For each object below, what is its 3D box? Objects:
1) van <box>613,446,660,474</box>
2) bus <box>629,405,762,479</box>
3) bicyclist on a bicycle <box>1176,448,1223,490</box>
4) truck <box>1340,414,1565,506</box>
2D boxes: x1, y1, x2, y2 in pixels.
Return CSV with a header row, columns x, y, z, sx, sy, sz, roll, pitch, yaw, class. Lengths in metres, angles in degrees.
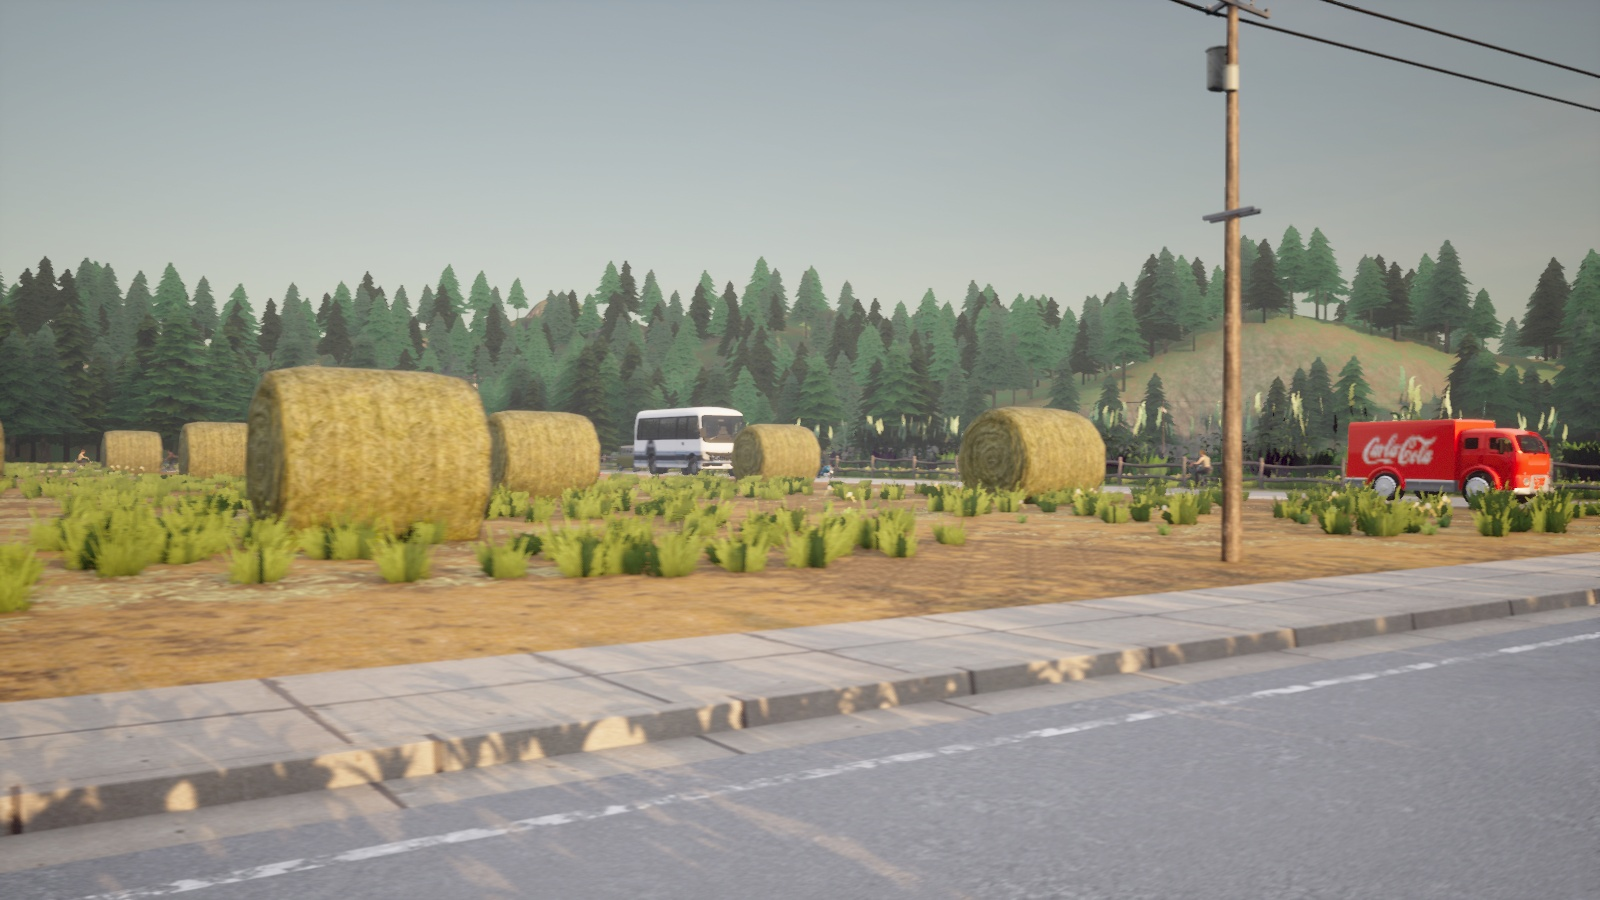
x,y,z,sx,sy,sz,roll,pitch,yaw,class
-12.189,0.718,93.432,1.775,1.987,4.442,0,0,-32,van
-6.644,-0.461,77.891,3.944,4.253,10.273,0,0,-32,bus
15.536,0.734,48.853,0.866,1.612,1.509,0,0,-32,bicyclist on a bicycle
18.954,0.273,36.735,2.627,2.467,5.204,0,0,-32,truck
